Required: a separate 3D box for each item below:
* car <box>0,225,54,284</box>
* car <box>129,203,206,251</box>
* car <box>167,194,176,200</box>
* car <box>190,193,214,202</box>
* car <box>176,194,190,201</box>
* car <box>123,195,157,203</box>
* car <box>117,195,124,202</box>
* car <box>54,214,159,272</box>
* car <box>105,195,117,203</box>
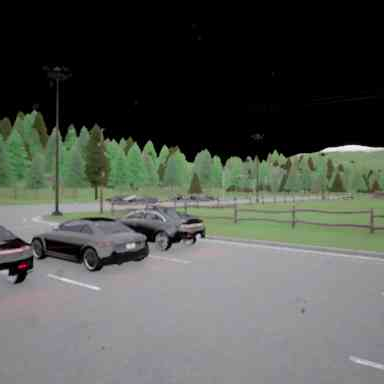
[{"bbox_3d":[-5.793,1.421,8.122,4.902,1.511,2.128,1,0,36],"label":"car"},{"bbox_3d":[-1.720,1.422,13.815,4.902,1.511,2.128,1,0,36],"label":"car"},{"bbox_3d":[-3.259,1.176,70.292,1.837,1.490,4.892,1,0,36],"label":"car"},{"bbox_3d":[2.404,1.082,66.221,2.097,1.767,4.553,1,0,37],"label":"car"},{"bbox_3d":[-0.312,1.203,68.406,2.128,1.511,4.902,1,0,37],"label":"car"},{"bbox_3d":[-7.770,1.272,52.553,2.033,1.411,5.357,1,0,36],"label":"car"},{"bbox_3d":[-9.683,1.224,55.830,1.812,1.442,4.674,1,0,37],"label":"car"},{"bbox_3d":[-3.364,1.497,10.682,4.181,1.385,1.994,1,0,36],"label":"car"},{"bbox_3d":[-12.518,1.219,57.862,2.033,1.411,5.357,1,0,37],"label":"car"}]
